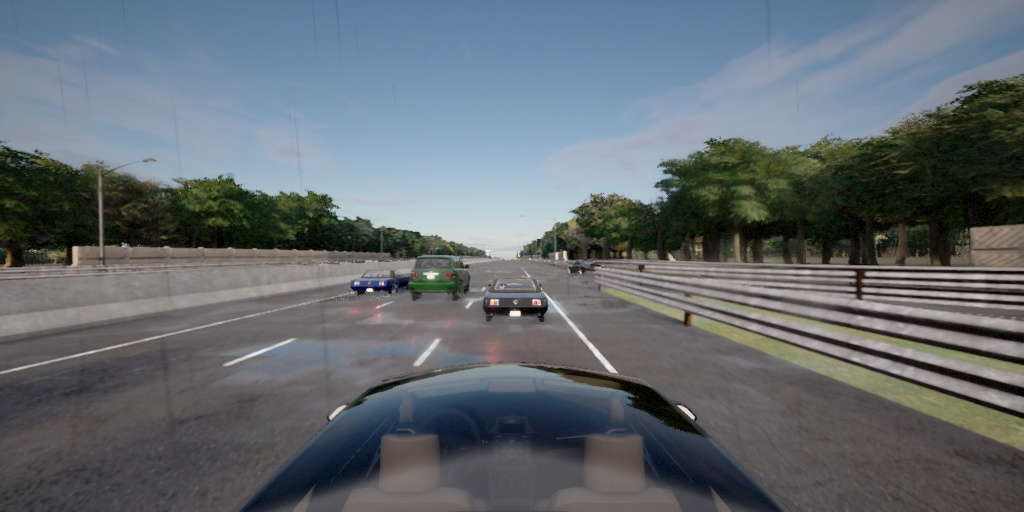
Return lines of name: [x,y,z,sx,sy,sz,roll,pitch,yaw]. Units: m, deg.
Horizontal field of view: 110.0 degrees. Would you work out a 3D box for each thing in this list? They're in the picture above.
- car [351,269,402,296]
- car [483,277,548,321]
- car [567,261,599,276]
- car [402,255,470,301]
car: [-6.897,1.372,19.625,1.895,1.301,4.718,0,0,0]
car: [0.102,1.361,12.464,1.895,1.301,4.718,0,0,0]
car: [7.367,1.242,37.583,1.837,1.490,4.892,-3,0,-15]
car: [-3.397,0.990,17.717,2.150,2.045,5.566,0,0,0]
